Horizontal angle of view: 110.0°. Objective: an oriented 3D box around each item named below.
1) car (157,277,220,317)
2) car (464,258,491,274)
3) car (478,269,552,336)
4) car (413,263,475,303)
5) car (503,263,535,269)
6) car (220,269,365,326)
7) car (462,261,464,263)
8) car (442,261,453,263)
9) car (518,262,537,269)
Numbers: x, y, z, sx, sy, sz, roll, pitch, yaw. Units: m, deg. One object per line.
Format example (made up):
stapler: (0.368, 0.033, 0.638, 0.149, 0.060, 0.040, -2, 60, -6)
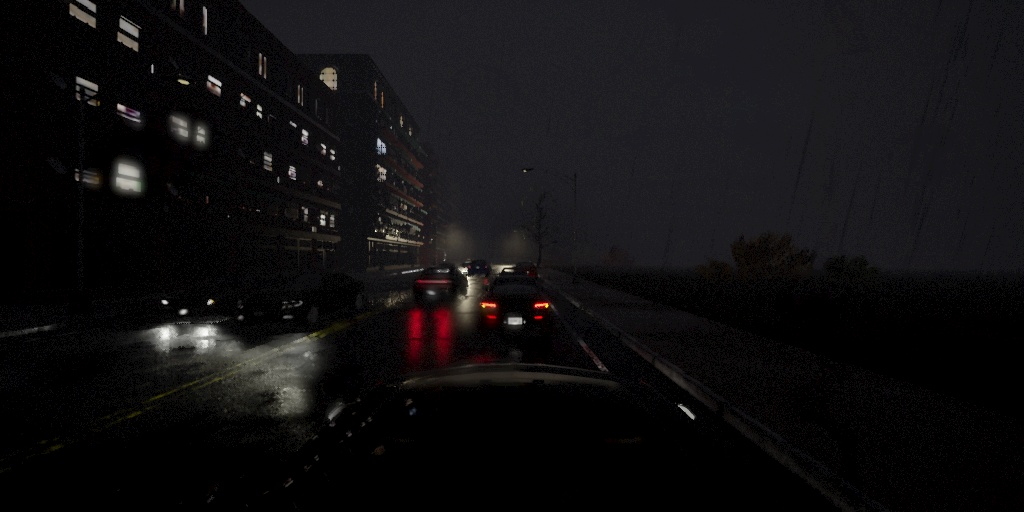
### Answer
car: (-9.874, 1.299, 13.432, 2.033, 1.411, 5.357, 0, 0, 0)
car: (-3.222, 1.104, 35.893, 2.097, 1.767, 4.553, 0, 0, 0)
car: (0.074, 1.277, 10.267, 1.812, 1.442, 4.674, 0, 0, 0)
car: (-3.182, 1.243, 16.625, 2.128, 1.511, 4.902, 0, 0, 0)
car: (0.062, 1.317, 20.434, 1.994, 1.385, 4.181, 0, 0, 0)
car: (-6.622, 1.229, 11.851, 1.882, 1.535, 5.008, 0, 0, 0)
car: (-6.702, 1.243, 55.437, 2.128, 1.511, 4.902, 0, 0, 0)
car: (-9.953, 1.352, 54.373, 1.895, 1.301, 4.718, 0, 0, 0)
car: (1.079, 1.231, 29.962, 1.882, 1.535, 5.008, 0, 0, 0)
